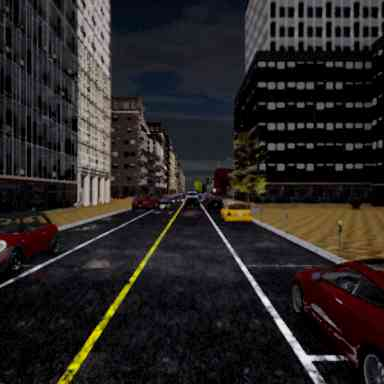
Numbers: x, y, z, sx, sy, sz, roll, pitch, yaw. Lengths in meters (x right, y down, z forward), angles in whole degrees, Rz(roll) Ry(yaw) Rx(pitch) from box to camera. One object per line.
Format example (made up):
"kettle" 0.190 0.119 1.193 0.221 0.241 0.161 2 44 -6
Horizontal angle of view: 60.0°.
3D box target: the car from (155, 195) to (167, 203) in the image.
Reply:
"car" -5.686 1.343 61.456 1.947 1.339 4.313 0 0 0

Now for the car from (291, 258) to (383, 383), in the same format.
"car" 2.677 1.563 4.540 1.802 1.307 4.206 0 0 0

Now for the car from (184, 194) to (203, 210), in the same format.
"car" 0.045 1.345 41.137 1.837 1.490 4.892 0 0 1

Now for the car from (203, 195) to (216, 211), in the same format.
"car" 2.661 1.416 38.674 1.947 1.339 4.313 0 0 0

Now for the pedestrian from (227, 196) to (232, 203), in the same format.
"pedestrian" 3.000 1.188 26.302 0.375 1.860 0.375 0 0 0

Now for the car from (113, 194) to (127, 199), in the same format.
"car" -17.465 1.242 82.241 4.206 1.307 1.802 0 0 0

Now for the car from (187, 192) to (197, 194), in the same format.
"car" 0.001 1.016 55.607 2.150 2.045 5.566 0 0 0

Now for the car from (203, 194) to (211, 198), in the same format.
"car" 2.661 1.377 55.741 1.802 1.307 4.206 0 0 0

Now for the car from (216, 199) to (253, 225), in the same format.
"car" 3.000 1.362 23.306 1.801 1.575 5.366 0 0 0

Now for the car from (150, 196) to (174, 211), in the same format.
"car" -3.092 1.345 37.529 2.128 1.511 4.902 0 0 0

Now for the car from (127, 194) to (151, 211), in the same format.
"car" -5.685 1.165 38.699 2.192 1.841 5.009 0 0 0

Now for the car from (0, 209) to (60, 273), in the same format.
"car" -5.685 1.398 10.255 1.967 1.590 4.097 0 0 0

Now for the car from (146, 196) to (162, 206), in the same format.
"car" -5.686 1.357 50.079 1.887 1.381 4.507 0 0 0
